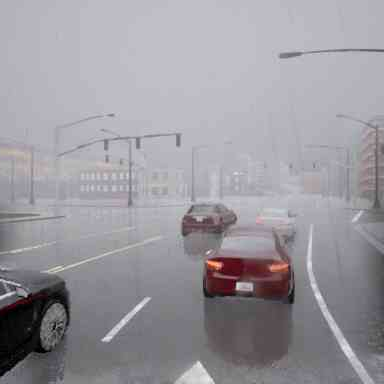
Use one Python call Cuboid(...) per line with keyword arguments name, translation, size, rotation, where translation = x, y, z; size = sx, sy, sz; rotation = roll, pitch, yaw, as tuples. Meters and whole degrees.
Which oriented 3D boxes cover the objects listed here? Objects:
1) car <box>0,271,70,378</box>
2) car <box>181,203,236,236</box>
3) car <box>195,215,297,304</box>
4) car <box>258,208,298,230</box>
Cuboid(name="car", translation=(-2.977, 1.493, 3.297), size=(2.128, 1.511, 4.902), rotation=(0, 0, 6))
Cuboid(name="car", translation=(1.069, 1.355, 18.068), size=(2.097, 1.767, 4.553), rotation=(0, 0, 19))
Cuboid(name="car", translation=(1.465, 1.526, 8.175), size=(1.812, 1.442, 4.674), rotation=(0, 0, 13))
Cuboid(name="car", translation=(4.215, 1.526, 16.604), size=(1.812, 1.442, 4.674), rotation=(0, 0, 20))
